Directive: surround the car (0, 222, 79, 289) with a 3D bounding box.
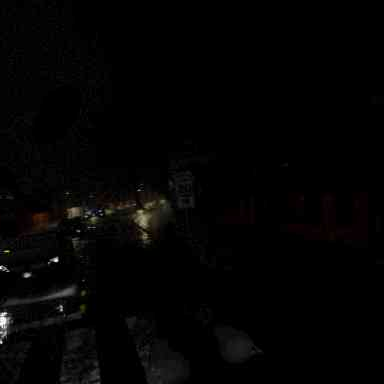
[{"bbox_3d":[-5.208,2.113,11.572,1.812,1.442,4.674,-7,0,-14],"label":"car"}]

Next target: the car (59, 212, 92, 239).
[{"bbox_3d":[-8.281,2.461,22.921,2.033,1.411,5.357,-7,0,-14],"label":"car"}]

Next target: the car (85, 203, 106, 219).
[{"bbox_3d":[-12.967,2.637,44.801,2.150,2.045,5.566,-7,0,-10],"label":"car"}]
